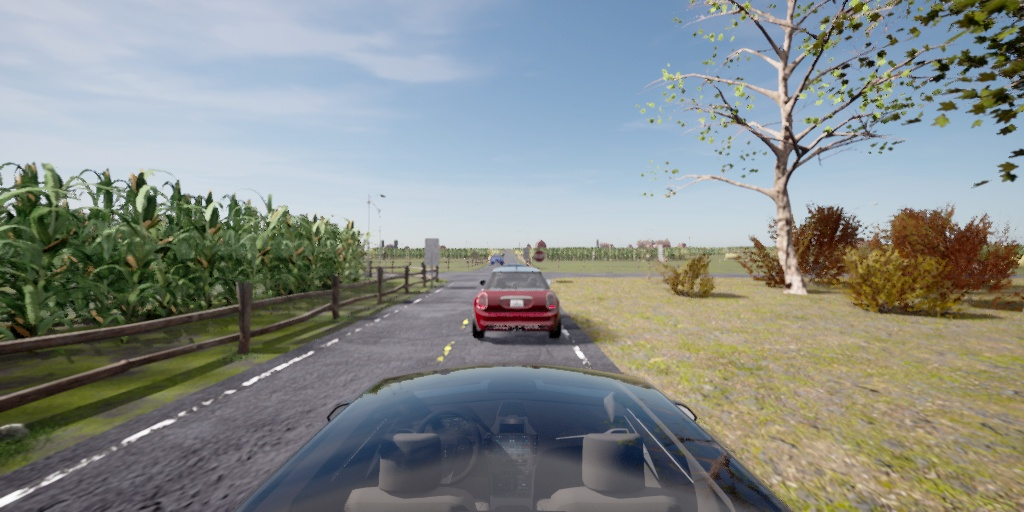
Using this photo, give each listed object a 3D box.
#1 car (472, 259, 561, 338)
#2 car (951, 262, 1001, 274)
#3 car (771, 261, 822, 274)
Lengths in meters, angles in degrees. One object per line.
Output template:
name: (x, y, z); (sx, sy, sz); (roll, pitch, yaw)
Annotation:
car: (0.106, 1.080, 10.218); (2.097, 1.767, 4.553); (0, 0, 0)
car: (49.114, 1.315, 37.872); (4.674, 1.442, 1.812); (0, 0, 0)
car: (30.075, 1.221, 37.930); (4.892, 1.490, 1.837); (0, 0, 0)
